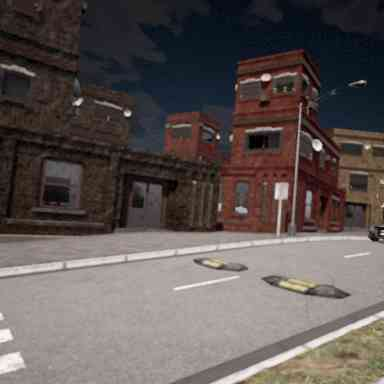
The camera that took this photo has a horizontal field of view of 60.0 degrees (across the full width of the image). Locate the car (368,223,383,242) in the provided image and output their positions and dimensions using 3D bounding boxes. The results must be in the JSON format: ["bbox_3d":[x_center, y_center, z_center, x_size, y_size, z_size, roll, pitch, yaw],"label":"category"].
[{"bbox_3d":[11.716,2.214,18.413,4.181,1.385,1.994,6,-4,-31],"label":"car"}]
